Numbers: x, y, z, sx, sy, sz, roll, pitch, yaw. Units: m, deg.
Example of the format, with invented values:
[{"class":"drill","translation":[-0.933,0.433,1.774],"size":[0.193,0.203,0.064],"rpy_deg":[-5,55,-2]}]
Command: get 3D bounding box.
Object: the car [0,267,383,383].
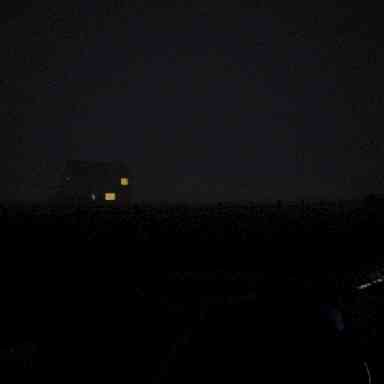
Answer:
[{"class":"car","translation":[0.013,1.548,3.097],"size":[5.357,1.411,2.033],"rpy_deg":[0,0,-38]}]
